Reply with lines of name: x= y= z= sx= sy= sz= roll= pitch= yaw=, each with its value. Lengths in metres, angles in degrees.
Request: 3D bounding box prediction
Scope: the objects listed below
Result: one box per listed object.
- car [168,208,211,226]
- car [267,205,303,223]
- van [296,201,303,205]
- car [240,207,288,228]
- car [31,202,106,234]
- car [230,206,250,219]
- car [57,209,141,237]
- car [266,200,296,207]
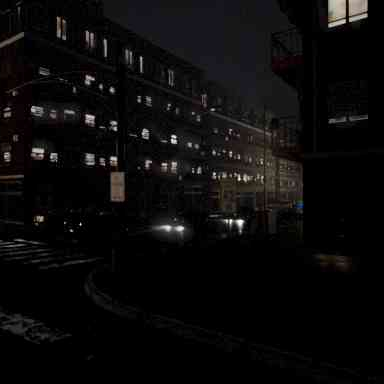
car: x=-0.176 y=2.014 z=27.780 sx=1.994 sy=1.385 sz=4.181 roll=0 pitch=-1 yaw=34
car: x=8.969 y=2.121 z=30.826 sx=2.008 sy=1.369 sz=4.403 roll=-2 pitch=-2 yaw=35
van: x=18.377 y=2.464 z=58.855 sx=1.690 sy=1.788 sz=3.998 roll=-1 pitch=-2 yaw=35
car: x=5.712 y=2.048 z=26.167 sx=1.802 sy=1.307 sz=4.206 roll=-2 pitch=-2 yaw=35
car: x=-7.679 y=1.604 z=21.591 sx=2.192 sy=1.841 sz=5.009 roll=-1 pitch=-2 yaw=35
car: x=5.537 y=2.196 z=35.955 sx=1.994 sy=1.385 sz=4.181 roll=0 pitch=-1 yaw=34
car: x=-5.417 y=1.885 z=20.308 sx=1.895 sy=1.301 sz=4.718 roll=0 pitch=-1 yaw=36
car: x=11.715 y=2.050 z=44.700 sx=2.150 sy=2.045 sz=5.566 roll=0 pitch=-1 yaw=35
